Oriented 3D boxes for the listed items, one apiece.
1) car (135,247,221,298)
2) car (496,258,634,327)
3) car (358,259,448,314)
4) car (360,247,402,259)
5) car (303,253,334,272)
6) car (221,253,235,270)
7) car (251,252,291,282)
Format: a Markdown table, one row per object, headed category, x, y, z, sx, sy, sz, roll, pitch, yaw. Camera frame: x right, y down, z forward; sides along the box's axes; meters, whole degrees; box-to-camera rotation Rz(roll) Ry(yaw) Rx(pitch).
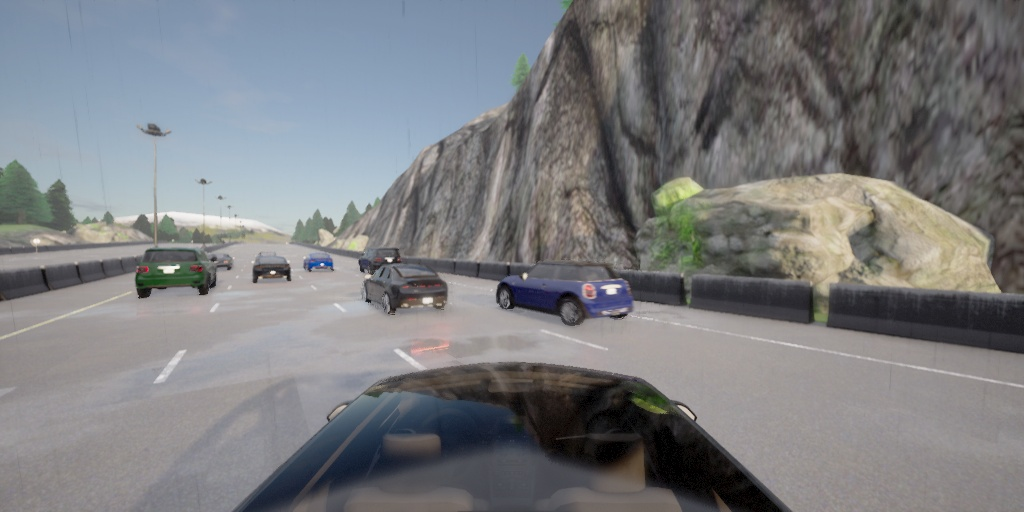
| category | x | y | z | sx | sy | sz | roll | pitch | yaw |
| --- | --- | --- | --- | --- | --- | --- | --- | --- | --- |
| car | -14.958 | 0.618 | 16.225 | 2.150 | 2.045 | 5.566 | -1 | 2 | -35 |
| car | 1.404 | 0.917 | 11.197 | 2.097 | 1.767 | 4.553 | -1 | 1 | -35 |
| car | -3.901 | 1.027 | 12.664 | 1.837 | 1.490 | 4.892 | -1 | 2 | -35 |
| car | -10.275 | 0.346 | 27.825 | 2.150 | 2.045 | 5.566 | -1 | 2 | -35 |
| car | -16.770 | 0.470 | 30.986 | 1.882 | 1.535 | 5.008 | -1 | 2 | -35 |
| car | -25.552 | 0.459 | 31.312 | 2.033 | 1.411 | 5.357 | -1 | 2 | -35 |
| car | -15.036 | 0.716 | 22.430 | 1.882 | 1.535 | 5.008 | -1 | 2 | -35 |
